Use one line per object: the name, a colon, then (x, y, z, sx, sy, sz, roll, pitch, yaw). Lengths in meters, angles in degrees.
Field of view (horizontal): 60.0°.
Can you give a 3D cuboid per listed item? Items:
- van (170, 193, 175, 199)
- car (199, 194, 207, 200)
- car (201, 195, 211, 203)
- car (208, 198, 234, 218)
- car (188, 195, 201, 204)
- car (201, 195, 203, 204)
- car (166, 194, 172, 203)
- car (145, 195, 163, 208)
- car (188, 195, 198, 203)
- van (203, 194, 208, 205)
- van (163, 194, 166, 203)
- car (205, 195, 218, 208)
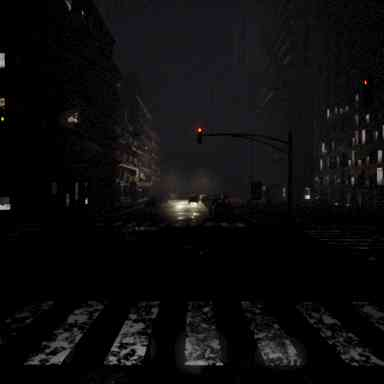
van: (-5.486, 1.242, 75.141, 1.690, 1.788, 3.998, -1, 0, 0)
car: (2.933, 1.313, 86.439, 1.967, 1.590, 4.097, -1, 0, 0)
car: (2.852, 1.353, 69.501, 1.967, 1.590, 4.097, -1, 0, 0)
car: (2.732, 1.522, 29.981, 1.887, 1.381, 4.507, -1, 0, 0)
car: (0.276, 1.435, 60.898, 1.837, 1.490, 4.892, 0, 0, 0)
car: (2.798, 1.490, 52.564, 1.887, 1.381, 4.507, -1, 0, 0)
car: (-5.517, 1.470, 63.847, 1.887, 1.381, 4.507, -1, 0, 0)
car: (-5.566, 1.520, 46.910, 1.947, 1.339, 4.313, -1, 0, 0)
car: (0.231, 1.426, 71.100, 2.128, 1.511, 4.902, 0, 0, 0)
van: (2.779, 1.295, 46.918, 1.690, 1.788, 3.998, -1, 0, 0)
van: (-5.553, 1.286, 52.555, 1.690, 1.788, 3.998, -1, 0, 0)
car: (2.747, 1.410, 35.626, 1.967, 1.590, 4.097, -1, 0, 0)
